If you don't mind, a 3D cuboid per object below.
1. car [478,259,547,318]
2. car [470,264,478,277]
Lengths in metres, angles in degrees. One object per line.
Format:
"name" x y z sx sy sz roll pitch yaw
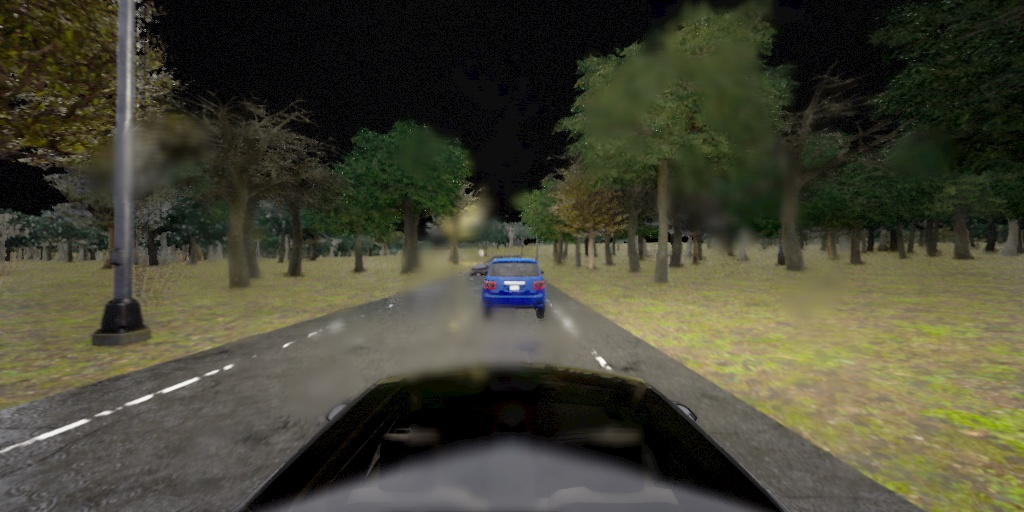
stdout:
"car" 0.087 1.123 13.921 2.150 2.045 5.566 0 -1 0
"car" -3.597 1.594 40.924 2.033 1.411 5.357 0 0 0
